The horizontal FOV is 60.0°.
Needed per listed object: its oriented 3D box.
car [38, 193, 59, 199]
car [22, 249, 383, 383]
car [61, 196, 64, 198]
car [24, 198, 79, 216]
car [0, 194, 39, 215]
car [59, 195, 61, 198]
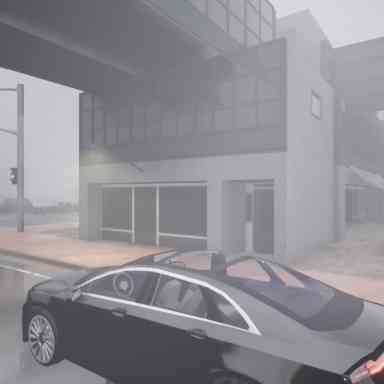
[{"bbox_3d":[-30.588,1.153,69.404,4.605,1.855,1.932,0,0,35],"label":"car"},{"bbox_3d":[-0.217,1.492,4.148,4.902,1.511,2.128,0,0,35],"label":"car"},{"bbox_3d":[-12.565,1.478,39.660,1.882,1.535,5.008,0,0,37],"label":"car"},{"bbox_3d":[-13.405,1.601,32.655,1.895,1.301,4.718,0,0,36],"label":"car"},{"bbox_3d":[-17.903,1.352,32.429,2.097,1.767,4.553,0,0,36],"label":"car"},{"bbox_3d":[-28.861,1.364,71.730,3.905,1.438,1.784,0,0,35],"label":"car"}]
